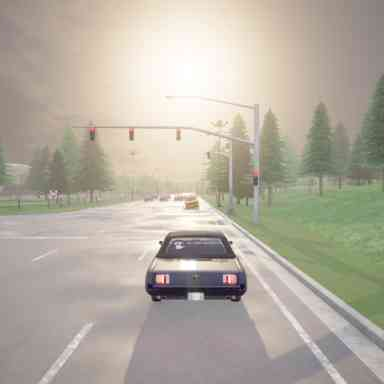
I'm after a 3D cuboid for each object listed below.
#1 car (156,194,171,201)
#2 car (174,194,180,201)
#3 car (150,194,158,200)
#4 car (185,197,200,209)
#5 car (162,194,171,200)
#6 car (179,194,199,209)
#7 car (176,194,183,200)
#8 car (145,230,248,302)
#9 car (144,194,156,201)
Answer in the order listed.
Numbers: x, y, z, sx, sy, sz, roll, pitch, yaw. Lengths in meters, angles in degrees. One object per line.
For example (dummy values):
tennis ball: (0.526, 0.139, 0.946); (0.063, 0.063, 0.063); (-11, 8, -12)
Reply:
car: (-6.854, 1.531, 80.534); (2.033, 1.411, 5.357); (0, 0, 0)
car: (-3.353, 1.545, 80.945); (1.994, 1.385, 4.181); (0, 0, 0)
car: (-10.335, 1.332, 90.961); (1.837, 1.490, 4.892); (0, 0, 0)
car: (0.082, 1.590, 49.899); (2.033, 1.411, 5.357); (0, 2, 0)
car: (-6.835, 1.372, 90.954); (2.033, 1.411, 5.357); (0, 0, 0)
car: (-0.198, 1.064, 46.494); (1.882, 1.535, 5.008); (-9, 16, -4)
car: (-3.335, 1.357, 90.948); (1.812, 1.442, 4.674); (0, 0, 0)
car: (0.094, 1.601, 8.234); (1.895, 1.301, 4.718); (0, 0, 0)
car: (-10.354, 1.531, 80.541); (2.033, 1.411, 5.357); (0, 0, 0)
